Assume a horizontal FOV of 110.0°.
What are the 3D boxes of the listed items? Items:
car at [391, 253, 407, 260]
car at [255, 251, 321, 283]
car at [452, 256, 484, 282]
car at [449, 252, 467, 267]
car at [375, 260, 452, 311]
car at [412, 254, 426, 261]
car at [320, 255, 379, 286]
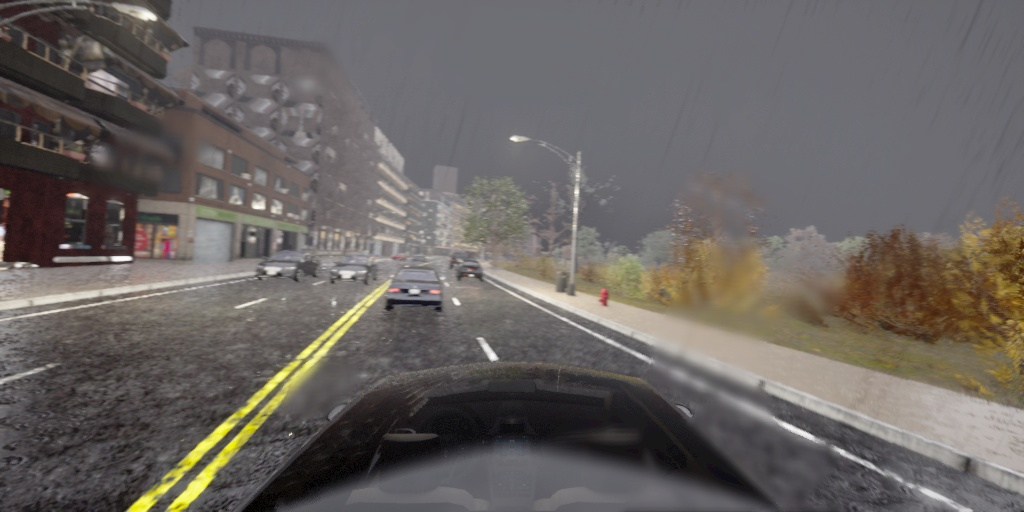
[{"bbox_3d":[-18.789,0.231,59.892,1.895,1.301,4.718,4,0,-7],"label":"car"},{"bbox_3d":[-11.657,0.493,19.034,2.128,1.511,4.902,4,0,-13],"label":"car"},{"bbox_3d":[-3.248,1.037,26.928,1.837,1.490,4.892,4,0,-12],"label":"car"},{"bbox_3d":[-6.463,0.569,43.706,2.150,2.045,5.566,4,0,-9],"label":"car"},{"bbox_3d":[-3.474,1.065,13.098,2.033,1.411,5.357,4,0,-13],"label":"car"},{"bbox_3d":[-15.562,0.383,60.236,1.994,1.385,4.181,4,0,-7],"label":"car"},{"bbox_3d":[-8.462,0.694,19.623,2.128,1.511,4.902,4,0,-13],"label":"car"}]
